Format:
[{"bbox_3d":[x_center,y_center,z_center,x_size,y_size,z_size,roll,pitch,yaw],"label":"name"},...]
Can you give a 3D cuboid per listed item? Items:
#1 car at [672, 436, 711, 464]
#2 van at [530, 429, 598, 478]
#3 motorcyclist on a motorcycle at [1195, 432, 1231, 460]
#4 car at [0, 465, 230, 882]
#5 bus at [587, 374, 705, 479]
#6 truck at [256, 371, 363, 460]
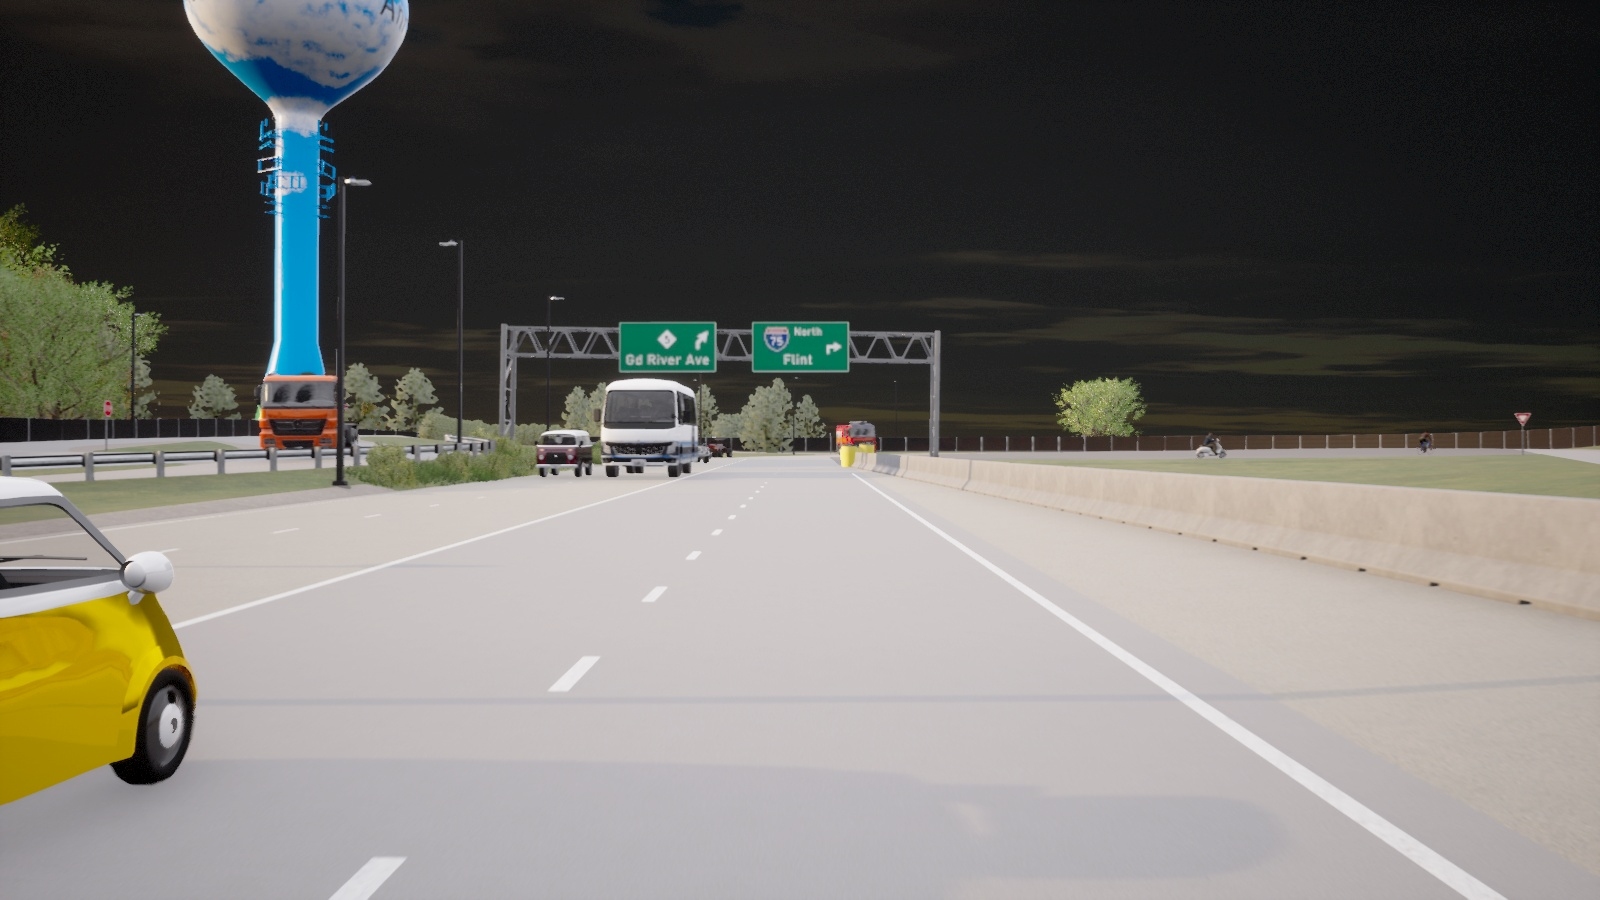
[{"bbox_3d":[-7.627,-0.011,87.612,1.932,1.855,4.605,0,0,-15],"label":"car"},{"bbox_3d":[-10.173,0.123,54.389,2.069,2.038,4.480,0,0,0],"label":"van"},{"bbox_3d":[24.565,-0.228,74.728,1.817,1.590,0.866,-1,-1,1],"label":"motorcyclist on a motorcycle"},{"bbox_3d":[-3.457,0.772,4.860,1.481,1.376,2.207,0,1,0],"label":"car"},{"bbox_3d":[-6.661,-0.982,56.272,3.944,4.253,10.273,0,0,0],"label":"bus"},{"bbox_3d":[-20.433,-1.491,52.770,2.891,3.462,7.936,0,2,-12],"label":"truck"}]
